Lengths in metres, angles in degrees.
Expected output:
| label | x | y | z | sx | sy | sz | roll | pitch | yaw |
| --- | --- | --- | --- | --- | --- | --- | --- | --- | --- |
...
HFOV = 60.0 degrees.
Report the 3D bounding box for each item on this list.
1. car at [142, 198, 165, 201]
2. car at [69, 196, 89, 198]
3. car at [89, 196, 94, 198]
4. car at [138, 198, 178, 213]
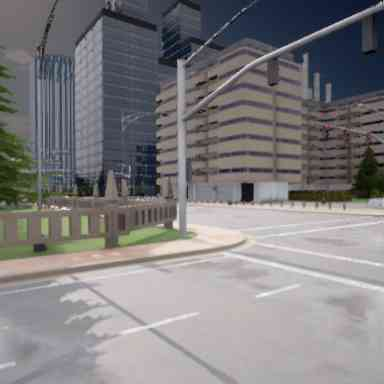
| label | x | y | z | sx | sy | sz | roll | pitch | yaw |
| --- | --- | --- | --- | --- | --- | --- | --- | --- | --- |
| car | -4.040 | 1.436 | 30.880 | 1.994 | 1.385 | 4.181 | -1 | 0 | -35 |
| car | -17.706 | 1.363 | 50.195 | 2.128 | 1.511 | 4.902 | -1 | 0 | -35 |
| car | -16.259 | 1.367 | 54.235 | 1.812 | 1.442 | 4.674 | -1 | 0 | -35 |
| car | -3.837 | 1.388 | 36.628 | 2.033 | 1.411 | 5.357 | -1 | 0 | -35 |
